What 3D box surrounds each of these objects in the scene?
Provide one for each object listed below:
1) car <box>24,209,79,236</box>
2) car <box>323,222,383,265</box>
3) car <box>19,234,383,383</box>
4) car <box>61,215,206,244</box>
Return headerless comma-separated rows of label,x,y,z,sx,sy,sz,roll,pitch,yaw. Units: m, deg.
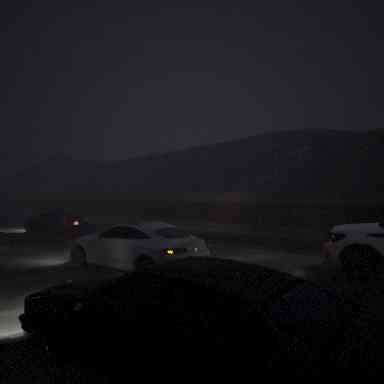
car,-7.753,1.648,18.948,4.181,1.385,1.994,0,0,38
car,6.251,1.244,8.188,5.566,2.045,2.150,0,0,36
car,0.021,1.563,4.060,5.357,1.411,2.033,0,0,37
car,-1.644,1.566,9.761,4.674,1.442,1.812,0,0,38
